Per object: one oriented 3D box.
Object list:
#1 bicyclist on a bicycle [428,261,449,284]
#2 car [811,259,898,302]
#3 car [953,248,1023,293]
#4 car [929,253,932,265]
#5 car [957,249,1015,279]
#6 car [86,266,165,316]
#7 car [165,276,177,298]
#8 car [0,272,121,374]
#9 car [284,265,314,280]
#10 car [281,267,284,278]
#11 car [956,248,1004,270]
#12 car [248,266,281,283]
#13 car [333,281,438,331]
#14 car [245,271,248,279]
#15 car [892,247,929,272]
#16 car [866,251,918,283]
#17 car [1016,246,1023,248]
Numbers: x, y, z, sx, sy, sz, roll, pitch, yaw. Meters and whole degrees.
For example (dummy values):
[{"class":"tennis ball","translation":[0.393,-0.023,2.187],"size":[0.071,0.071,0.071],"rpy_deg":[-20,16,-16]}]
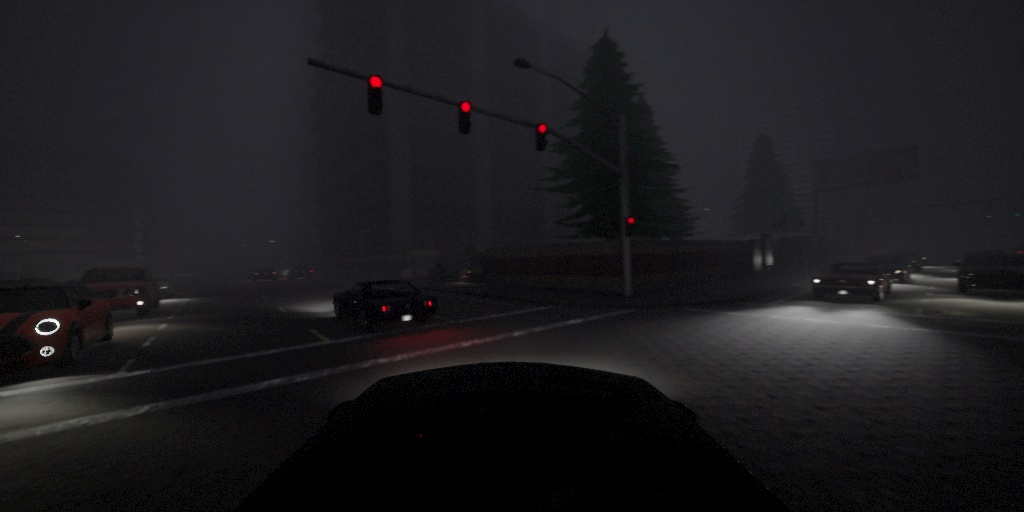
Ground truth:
[{"class":"bicyclist on a bicycle","translation":[-5.287,1.175,25.726],"size":[1.656,1.620,0.582],"rpy_deg":[-2,0,-39]},{"class":"car","translation":[13.469,0.937,14.147],"size":[4.718,1.301,1.895],"rpy_deg":[-2,0,-39]},{"class":"car","translation":[19.471,0.623,14.495],"size":[5.008,1.535,1.882],"rpy_deg":[-2,0,-39]},{"class":"car","translation":[36.563,0.131,32.666],"size":[4.674,1.442,1.812],"rpy_deg":[-2,0,-39]},{"class":"car","translation":[27.342,0.402,20.819],"size":[4.892,1.490,1.837],"rpy_deg":[-2,0,-39]},{"class":"car","translation":[-16.747,1.459,15.286],"size":[2.150,2.045,5.566],"rpy_deg":[-2,0,-39]},{"class":"car","translation":[-23.035,1.962,22.987],"size":[1.812,1.442,4.674],"rpy_deg":[-2,0,-39]},{"class":"car","translation":[-10.582,1.394,7.744],"size":[2.097,1.767,4.553],"rpy_deg":[-2,0,-39]},{"class":"car","translation":[-24.882,1.847,42.117],"size":[2.097,1.767,4.553],"rpy_deg":[-2,0,-39]},{"class":"car","translation":[-31.203,2.222,49.807],"size":[1.812,1.442,4.674],"rpy_deg":[-2,0,-39]},{"class":"car","translation":[35.398,0.190,27.228],"size":[5.357,1.411,2.033],"rpy_deg":[-2,0,-39]},{"class":"car","translation":[-27.248,1.922,39.398],"size":[2.097,1.767,4.553],"rpy_deg":[-2,0,-39]},{"class":"car","translation":[-4.268,1.442,11.509],"size":[1.895,1.301,4.718],"rpy_deg":[-2,0,-39]},{"class":"car","translation":[-33.639,2.278,47.132],"size":[1.837,1.490,4.892],"rpy_deg":[-2,0,-39]},{"class":"car","translation":[28.639,0.347,26.320],"size":[4.902,1.511,2.128],"rpy_deg":[-2,0,-38]},{"class":"car","translation":[20.979,0.646,20.201],"size":[5.357,1.411,2.033],"rpy_deg":[-2,0,-39]},{"class":"car","translation":[52.264,-0.344,36.347],"size":[5.357,1.411,2.033],"rpy_deg":[-2,0,-39]}]
